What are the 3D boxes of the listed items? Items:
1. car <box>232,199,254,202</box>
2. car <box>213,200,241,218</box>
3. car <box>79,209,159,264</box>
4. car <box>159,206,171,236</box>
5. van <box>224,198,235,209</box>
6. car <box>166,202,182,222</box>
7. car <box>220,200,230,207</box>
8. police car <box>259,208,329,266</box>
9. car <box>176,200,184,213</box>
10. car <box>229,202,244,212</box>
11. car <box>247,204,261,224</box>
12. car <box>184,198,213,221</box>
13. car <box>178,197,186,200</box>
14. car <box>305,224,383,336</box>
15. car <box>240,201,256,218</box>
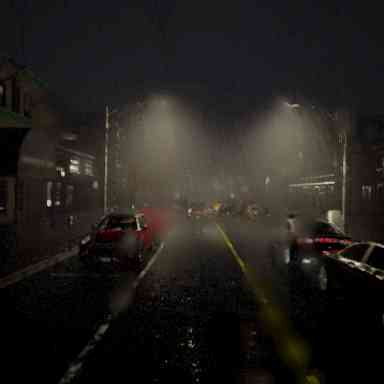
[{"bbox_3d":[6.477,1.853,39.446,2.192,1.841,5.009,1,-1,1],"label":"car"},{"bbox_3d":[3.759,1.936,36.000,2.128,1.511,4.902,1,-1,2],"label":"car"},{"bbox_3d":[-2.514,1.506,11.896,1.967,1.590,4.097,1,-1,1],"label":"car"},{"bbox_3d":[-2.393,1.669,17.441,1.887,1.381,4.507,1,-1,1],"label":"car"},{"bbox_3d":[6.967,2.111,61.632,1.690,1.788,3.998,1,-1,1],"label":"van"},{"bbox_3d":[-2.148,1.823,28.534,1.802,1.307,4.206,1,-1,1],"label":"car"},{"bbox_3d":[7.214,2.413,72.893,1.752,1.417,4.829,1,-1,1],"label":"car"},{"bbox_3d":[4.093,1.641,12.494,1.930,1.638,5.238,1,-1,1],"label":"police car"},{"bbox_3d":[-2.025,1.850,34.081,2.008,1.369,4.403,1,-1,1],"label":"car"},{"bbox_3d":[6.719,2.236,50.536,1.802,1.307,4.206,1,-1,1],"label":"car"},{"bbox_3d":[6.229,1.987,28.349,1.947,1.339,4.313,1,-1,1],"label":"car"},{"bbox_3d":[0.605,1.678,31.041,2.097,1.767,4.553,1,-1,1],"label":"car"},{"bbox_3d":[-1.532,1.847,56.270,2.192,1.841,5.009,1,-1,1],"label":"car"},{"bbox_3d":[3.956,1.656,6.384,1.837,1.490,4.892,1,-1,1],"label":"car"},{"bbox_3d":[6.357,2.007,34.065,1.752,1.417,4.829,1,-1,1],"label":"car"}]
